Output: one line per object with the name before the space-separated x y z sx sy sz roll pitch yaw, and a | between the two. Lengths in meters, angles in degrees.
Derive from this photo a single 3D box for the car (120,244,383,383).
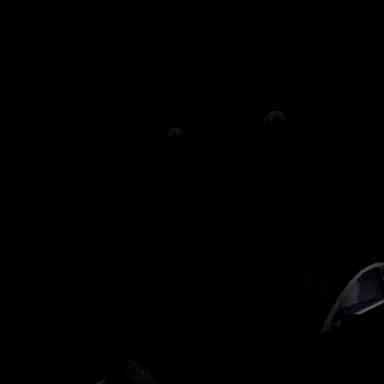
car | 1.540 1.491 4.159 4.902 1.511 2.128 0 0 -35
